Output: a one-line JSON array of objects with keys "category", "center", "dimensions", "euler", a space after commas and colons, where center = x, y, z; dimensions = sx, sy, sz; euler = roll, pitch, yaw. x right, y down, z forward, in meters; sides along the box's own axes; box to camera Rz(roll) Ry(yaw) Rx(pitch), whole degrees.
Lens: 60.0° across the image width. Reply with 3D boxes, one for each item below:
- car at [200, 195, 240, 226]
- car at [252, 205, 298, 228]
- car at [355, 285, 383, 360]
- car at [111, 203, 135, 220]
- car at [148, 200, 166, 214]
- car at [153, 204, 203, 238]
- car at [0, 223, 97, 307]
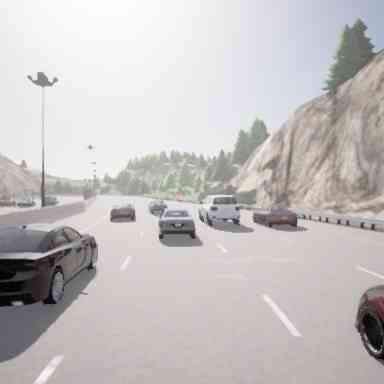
[{"category": "car", "center": [1.880, 1.248, 24.084], "dimensions": [2.150, 2.045, 5.566], "euler": [0, 0, -7]}, {"category": "car", "center": [5.549, 1.580, 22.706], "dimensions": [1.994, 1.385, 4.181], "euler": [0, 0, -7]}, {"category": "car", "center": [3.453, 1.561, 3.300], "dimensions": [1.994, 1.385, 4.181], "euler": [0, 0, -1]}, {"category": "car", "center": [-5.902, 1.614, 28.691], "dimensions": [1.994, 1.385, 4.181], "euler": [0, 0, -9]}, {"category": "car", "center": [-3.784, 1.603, 36.780], "dimensions": [2.033, 1.411, 5.357], "euler": [0, 0, -12]}, {"category": "car", "center": [-0.901, 1.572, 17.817], "dimensions": [2.033, 1.411, 5.357], "euler": [0, 0, -6]}, {"category": "car", "center": [-3.711, 1.496, 8.118], "dimensions": [1.882, 1.535, 5.008], "euler": [0, 0, -3]}]
